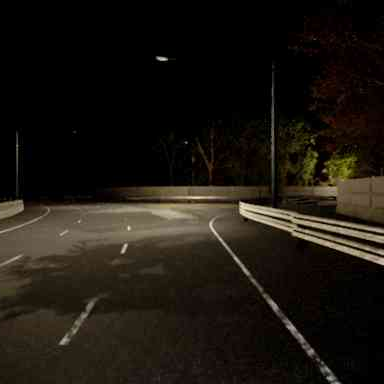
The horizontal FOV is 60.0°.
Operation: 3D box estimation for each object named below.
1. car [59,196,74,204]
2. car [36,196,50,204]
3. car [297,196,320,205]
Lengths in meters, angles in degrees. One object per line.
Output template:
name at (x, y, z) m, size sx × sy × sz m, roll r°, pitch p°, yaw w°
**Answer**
car at (-23.371, 1.421, 61.960) m, size 2.128 × 1.511 × 4.902 m, roll 0°, pitch 0°, yaw -35°
car at (-27.947, 1.439, 62.348) m, size 2.128 × 1.511 × 4.902 m, roll 0°, pitch 0°, yaw -37°
car at (19.327, 1.424, 55.301) m, size 4.181 × 1.385 × 1.994 m, roll 0°, pitch 0°, yaw -35°
